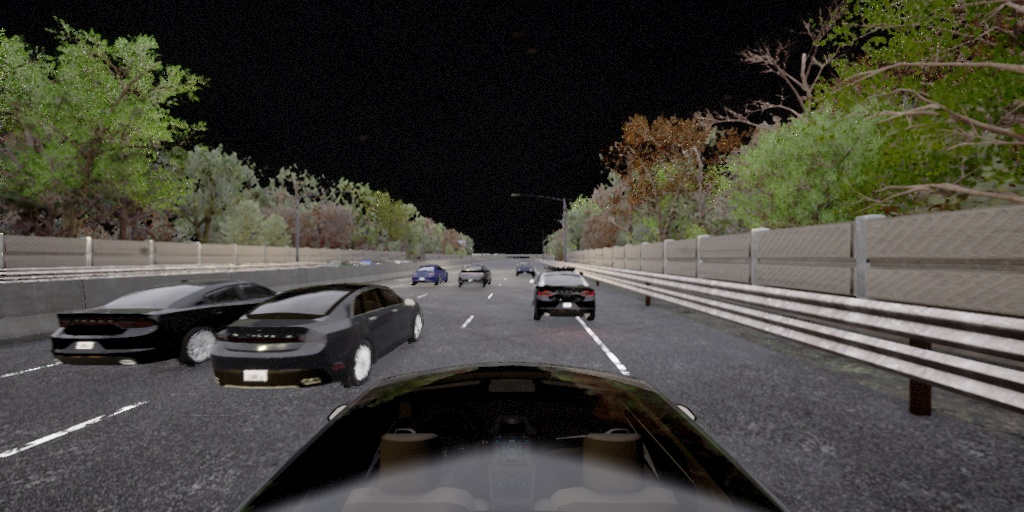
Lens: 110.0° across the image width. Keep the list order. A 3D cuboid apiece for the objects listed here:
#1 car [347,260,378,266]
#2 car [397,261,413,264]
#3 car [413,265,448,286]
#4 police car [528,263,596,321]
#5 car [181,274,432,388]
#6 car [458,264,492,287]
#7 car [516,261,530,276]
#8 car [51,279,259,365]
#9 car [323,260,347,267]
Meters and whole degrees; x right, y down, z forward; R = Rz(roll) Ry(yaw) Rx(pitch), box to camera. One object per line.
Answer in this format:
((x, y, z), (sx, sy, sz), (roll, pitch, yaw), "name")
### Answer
((-19.434, 1.426, 47.613), (1.882, 1.535, 5.008), (0, 0, 2), "car")
((-15.736, 1.445, 53.081), (1.882, 1.535, 5.008), (0, 0, 2), "car")
((-5.977, 1.373, 26.426), (1.812, 1.442, 4.674), (0, 0, 2), "car")
((1.669, 1.211, 12.814), (1.930, 1.638, 5.238), (0, 0, 2), "police car")
((-3.164, 1.276, 6.962), (1.837, 1.490, 4.892), (0, 0, 2), "car")
((-2.525, 1.329, 25.134), (2.128, 1.511, 4.902), (0, 0, 2), "car")
((1.461, 1.488, 39.804), (1.895, 1.301, 4.718), (0, 0, 2), "car")
((-6.626, 1.258, 8.109), (1.882, 1.535, 5.008), (0, 0, 2), "car")
((-22.951, 1.304, 47.203), (2.097, 1.767, 4.553), (0, 0, 2), "car")
